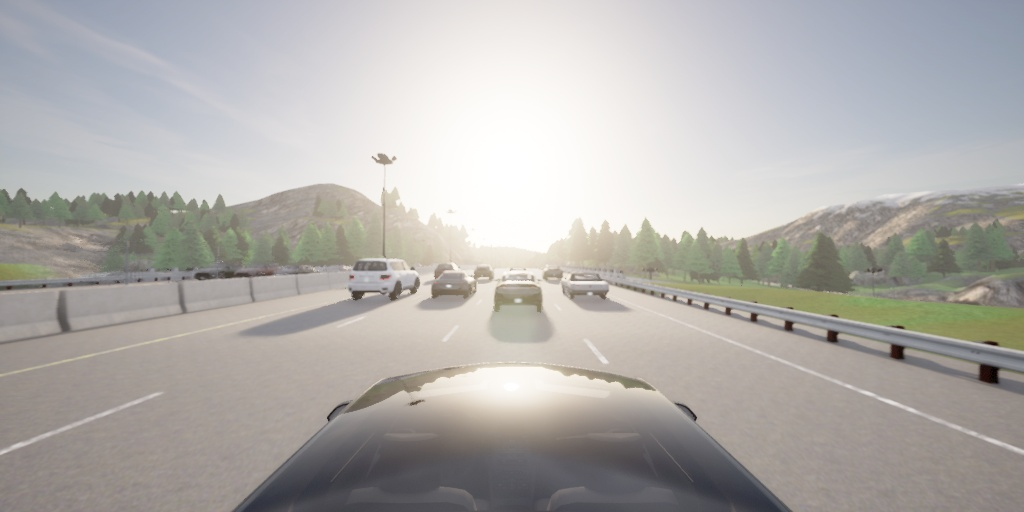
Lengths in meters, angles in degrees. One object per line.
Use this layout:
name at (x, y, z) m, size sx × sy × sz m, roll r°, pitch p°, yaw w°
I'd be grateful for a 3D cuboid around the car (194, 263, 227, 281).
car at (-27.629, 1.435, 34.258) m, size 2.097 × 1.767 × 4.553 m, roll 0°, pitch -1°, yaw 1°

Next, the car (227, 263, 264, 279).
car at (-24.129, 1.441, 34.320) m, size 2.097 × 1.767 × 4.553 m, roll 0°, pitch -1°, yaw 1°

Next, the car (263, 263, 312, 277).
car at (-20.633, 1.584, 34.088) m, size 2.128 × 1.511 × 4.902 m, roll 0°, pitch -1°, yaw 1°

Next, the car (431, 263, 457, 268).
car at (-6.408, 1.491, 36.153) m, size 2.097 × 1.767 × 4.553 m, roll 0°, pitch -1°, yaw 1°

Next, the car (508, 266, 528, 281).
car at (0.598, 1.754, 36.400) m, size 1.895 × 1.301 × 4.718 m, roll 0°, pitch -1°, yaw 1°

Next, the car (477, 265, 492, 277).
car at (-2.888, 1.666, 37.371) m, size 1.837 × 1.490 × 4.892 m, roll 0°, pitch 0°, yaw 1°

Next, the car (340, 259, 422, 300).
car at (-6.651, 1.165, 19.212) m, size 2.150 × 2.045 × 5.566 m, roll 0°, pitch -1°, yaw 1°

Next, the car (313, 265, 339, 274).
car at (-17.117, 1.636, 35.135) m, size 1.812 × 1.442 × 4.674 m, roll 0°, pitch -1°, yaw 1°

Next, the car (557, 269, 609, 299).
car at (3.845, 1.565, 19.674) m, size 1.895 × 1.301 × 4.718 m, roll 0°, pitch -1°, yaw 1°

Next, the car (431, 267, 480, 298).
car at (-3.151, 1.522, 20.081) m, size 1.994 × 1.385 × 4.181 m, roll 0°, pitch -1°, yaw 1°

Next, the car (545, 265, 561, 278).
car at (4.101, 1.653, 36.603) m, size 2.128 × 1.511 × 4.902 m, roll 0°, pitch -1°, yaw 1°

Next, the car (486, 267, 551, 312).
car at (0.267, 1.399, 15.188) m, size 2.128 × 1.511 × 4.902 m, roll 0°, pitch -1°, yaw 1°
